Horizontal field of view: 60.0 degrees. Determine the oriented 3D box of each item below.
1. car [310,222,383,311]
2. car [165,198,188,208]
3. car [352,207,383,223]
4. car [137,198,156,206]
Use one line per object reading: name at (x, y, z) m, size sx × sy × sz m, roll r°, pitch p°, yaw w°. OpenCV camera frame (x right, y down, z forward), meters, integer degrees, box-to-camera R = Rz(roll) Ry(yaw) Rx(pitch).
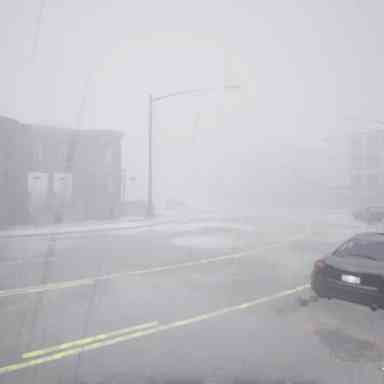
car at (4.481, 1.628, 7.602) m, size 4.181 × 1.385 × 1.994 m, roll 1°, pitch 0°, yaw -42°
car at (-2.556, 1.730, 54.015) m, size 2.128 × 1.511 × 4.902 m, roll 1°, pitch 0°, yaw -33°
car at (14.367, 1.820, 26.508) m, size 1.895 × 1.301 × 4.718 m, roll 0°, pitch 0°, yaw 9°
car at (-7.669, 1.719, 55.370) m, size 1.837 × 1.490 × 4.892 m, roll 1°, pitch -1°, yaw -34°
